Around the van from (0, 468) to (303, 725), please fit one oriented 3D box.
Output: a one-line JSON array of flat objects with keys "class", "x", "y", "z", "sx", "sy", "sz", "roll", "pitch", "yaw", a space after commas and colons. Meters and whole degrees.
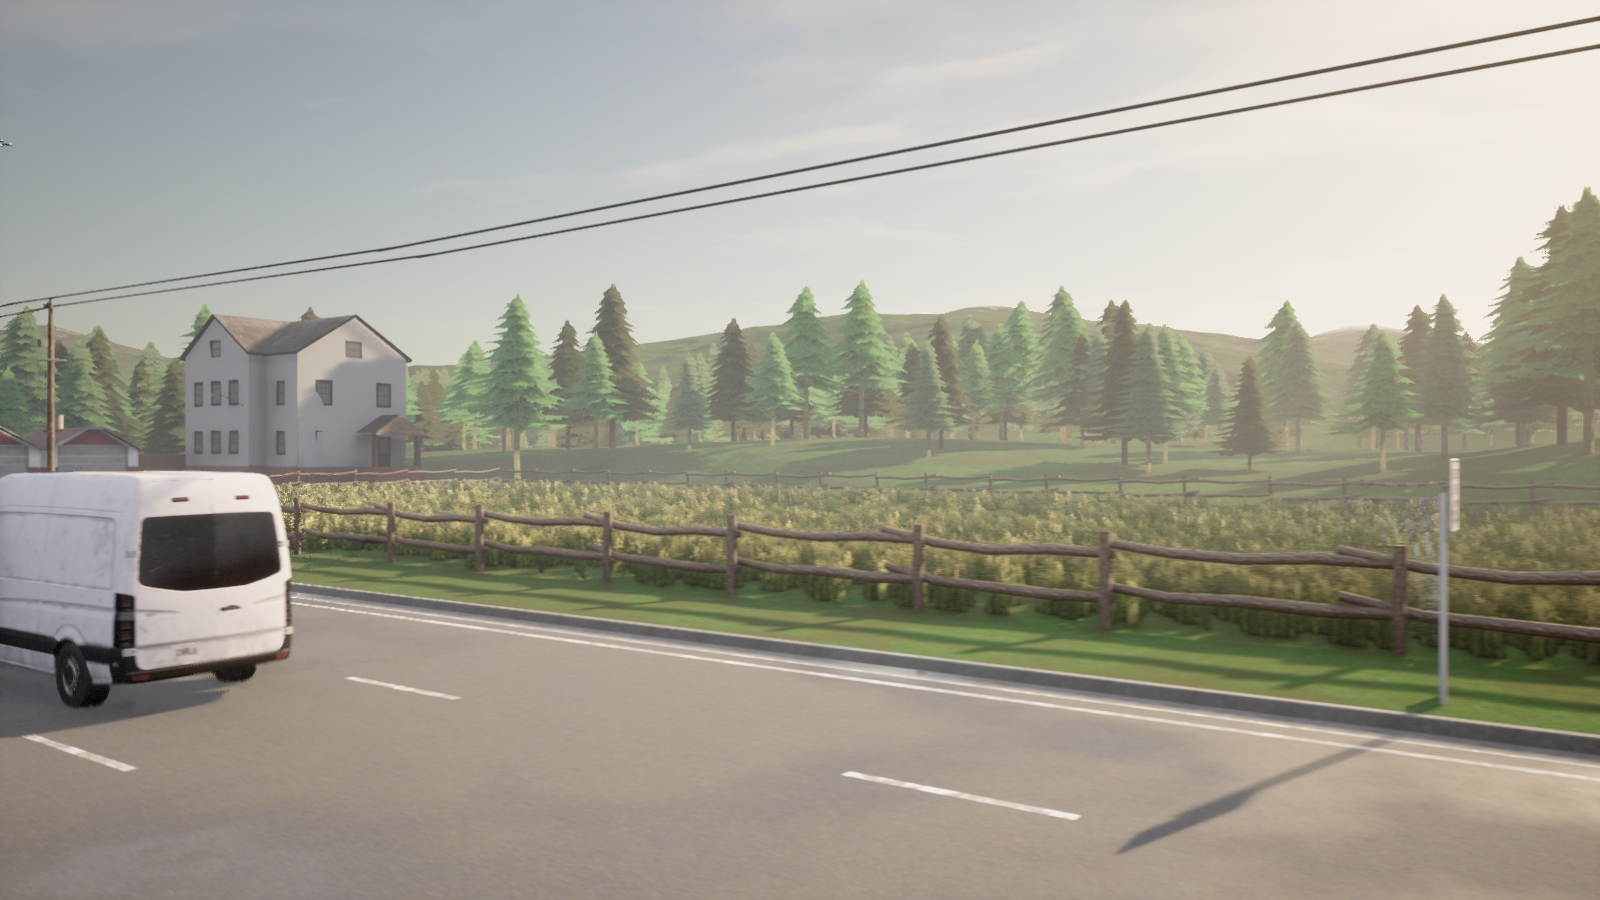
[{"class": "van", "x": -8.798, "y": 1.541, "z": 14.223, "sx": 5.915, "sy": 2.561, "sz": 1.988, "roll": 0, "pitch": 0, "yaw": 35}]
